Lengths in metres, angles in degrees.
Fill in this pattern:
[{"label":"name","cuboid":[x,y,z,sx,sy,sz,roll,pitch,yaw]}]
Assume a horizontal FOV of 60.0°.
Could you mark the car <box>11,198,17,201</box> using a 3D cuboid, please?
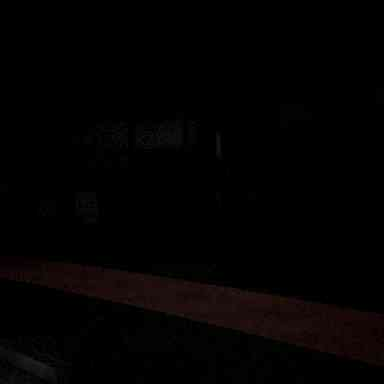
[{"label":"car","cuboid":[-17.292,1.348,33.667,1.837,1.490,4.892,0,0,23]}]
